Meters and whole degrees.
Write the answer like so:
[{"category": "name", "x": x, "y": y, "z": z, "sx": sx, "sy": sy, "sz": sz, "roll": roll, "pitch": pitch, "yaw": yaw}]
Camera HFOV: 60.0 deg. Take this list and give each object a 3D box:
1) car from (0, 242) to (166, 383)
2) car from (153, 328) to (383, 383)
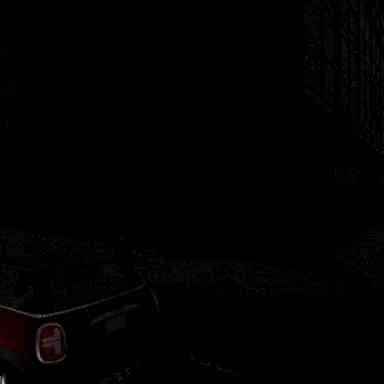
[{"category": "car", "x": -2.386, "y": 1.436, "z": 4.684, "sx": 4.097, "sy": 1.590, "sz": 1.967, "roll": 0, "pitch": 0, "yaw": 36}, {"category": "car", "x": 2.166, "y": 1.545, "z": 1.419, "sx": 4.507, "sy": 1.381, "sz": 1.887, "roll": 0, "pitch": 0, "yaw": 36}]
